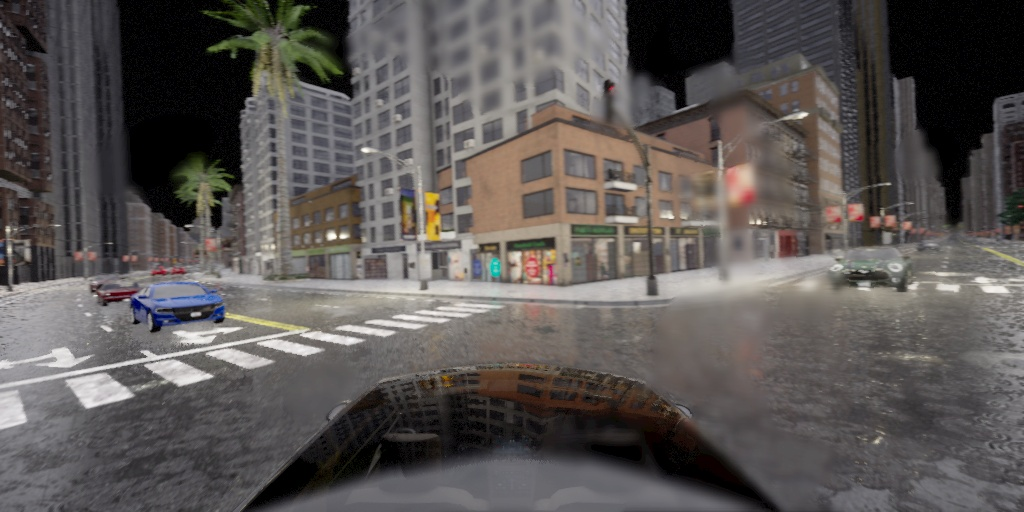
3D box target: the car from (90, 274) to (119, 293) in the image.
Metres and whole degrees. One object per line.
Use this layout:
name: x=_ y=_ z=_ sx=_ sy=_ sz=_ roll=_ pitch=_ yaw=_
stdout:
car: x=-38.900 y=2.529 z=34.474 sx=4.553 sy=1.767 sz=2.097 roll=-2 pitch=0 yaw=41

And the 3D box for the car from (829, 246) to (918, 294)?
car: x=14.567 y=0.391 z=14.497 sx=4.553 sy=1.767 sz=2.097 roll=-2 pitch=0 yaw=-39

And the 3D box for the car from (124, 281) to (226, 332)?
car: x=-12.246 y=1.692 z=13.078 sx=5.008 sy=1.535 sz=1.882 roll=-2 pitch=0 yaw=36

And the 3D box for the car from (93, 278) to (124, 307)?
car: x=-23.430 y=2.225 z=21.567 sx=4.718 sy=1.301 sz=1.895 roll=-2 pitch=0 yaw=38
